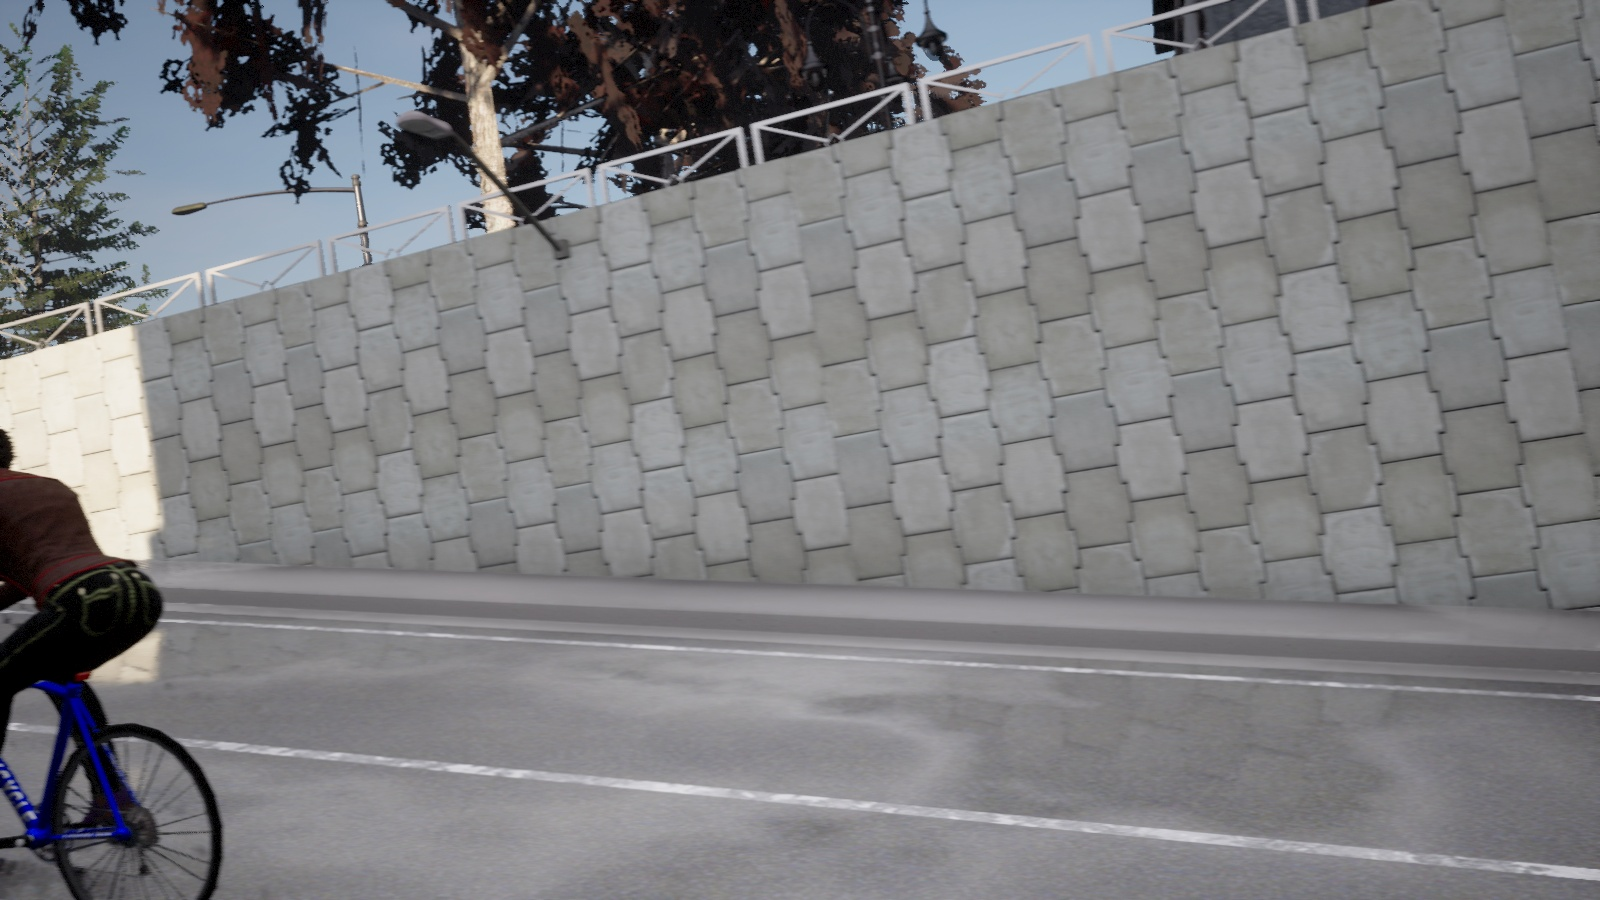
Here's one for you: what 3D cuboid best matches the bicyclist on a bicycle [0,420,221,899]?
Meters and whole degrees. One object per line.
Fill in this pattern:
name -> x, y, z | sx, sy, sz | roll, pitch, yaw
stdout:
bicyclist on a bicycle -> -2.799, 0.721, 4.134 | 1.656, 1.620, 0.582 | 0, 1, 19
